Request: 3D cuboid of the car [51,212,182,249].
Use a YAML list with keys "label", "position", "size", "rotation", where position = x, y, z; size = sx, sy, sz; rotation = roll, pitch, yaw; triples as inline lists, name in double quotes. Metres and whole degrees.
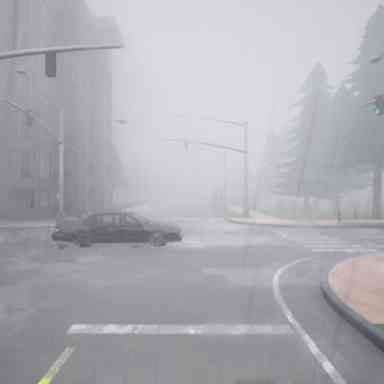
- label: "car"
  position: [-3.097, 1.565, 14.309]
  size: [5.357, 1.411, 2.033]
  rotation: [0, 0, -3]
